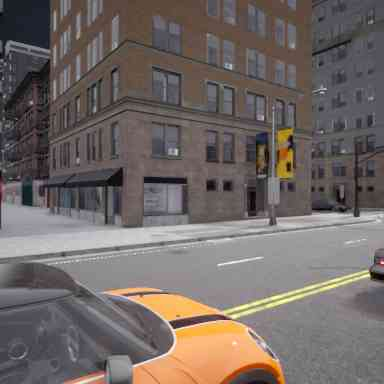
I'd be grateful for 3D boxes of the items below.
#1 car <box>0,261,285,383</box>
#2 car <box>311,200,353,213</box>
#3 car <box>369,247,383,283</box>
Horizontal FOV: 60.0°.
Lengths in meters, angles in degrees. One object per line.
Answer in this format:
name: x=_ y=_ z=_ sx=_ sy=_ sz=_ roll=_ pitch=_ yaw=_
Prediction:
car: x=-1.356 y=1.352 z=2.437 sx=4.553 sy=1.767 sz=2.097 roll=0 pitch=0 yaw=-37
car: x=14.959 y=1.548 z=37.033 sx=2.033 sy=1.411 sz=5.357 roll=0 pitch=0 yaw=-35
car: x=6.448 y=1.553 z=8.238 sx=5.357 sy=1.411 sz=2.033 roll=0 pitch=0 yaw=-37
